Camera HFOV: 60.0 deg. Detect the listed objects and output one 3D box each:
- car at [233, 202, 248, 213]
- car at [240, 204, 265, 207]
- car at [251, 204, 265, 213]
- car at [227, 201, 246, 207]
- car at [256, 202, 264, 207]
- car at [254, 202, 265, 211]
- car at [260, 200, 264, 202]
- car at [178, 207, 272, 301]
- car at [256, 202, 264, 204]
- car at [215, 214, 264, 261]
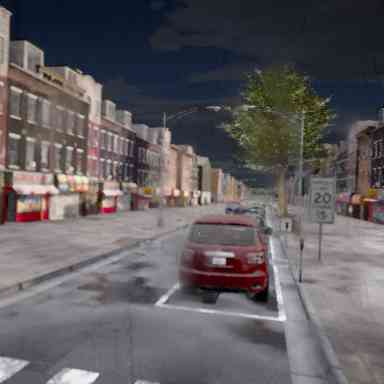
[{"bbox_3d":[7.740,2.383,52.321,1.882,1.535,5.008,2,-1,13],"label":"car"},{"bbox_3d":[5.714,2.147,30.652,2.008,1.369,4.403,1,-1,12],"label":"car"},{"bbox_3d":[10.394,2.570,52.330,2.008,1.369,4.403,1,-1,12],"label":"car"},{"bbox_3d":[5.345,2.037,41.050,2.097,1.767,4.553,2,-1,13],"label":"car"},{"bbox_3d":[18.581,3.347,90.269,2.008,1.369,4.403,1,-1,12],"label":"car"},{"bbox_3d":[12.632,2.699,62.085,1.882,1.535,5.008,2,-1,12],"label":"car"},{"bbox_3d":[9.226,2.351,46.912,1.967,1.590,4.097,1,-1,12],"label":"car"},{"bbox_3d":[1.039,1.505,8.975,2.192,1.841,5.009,1,-1,12],"label":"car"},{"bbox_3d":[8.054,2.349,41.491,1.887,1.381,4.507,1,-1,12],"label":"car"},{"bbox_3d":[2.241,1.819,14.558,1.752,1.417,4.829,1,-1,12],"label":"car"}]
